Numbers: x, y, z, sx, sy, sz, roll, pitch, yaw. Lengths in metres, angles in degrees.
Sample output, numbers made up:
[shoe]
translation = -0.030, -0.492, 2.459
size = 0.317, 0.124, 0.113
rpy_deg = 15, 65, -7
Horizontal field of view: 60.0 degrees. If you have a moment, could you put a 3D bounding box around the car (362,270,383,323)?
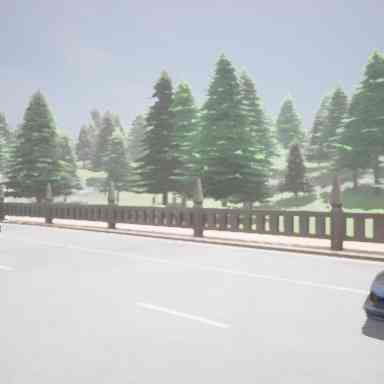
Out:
[car]
translation = 5.358, 1.554, 4.462
size = 5.357, 1.411, 2.033
rpy_deg = 0, 0, 36
